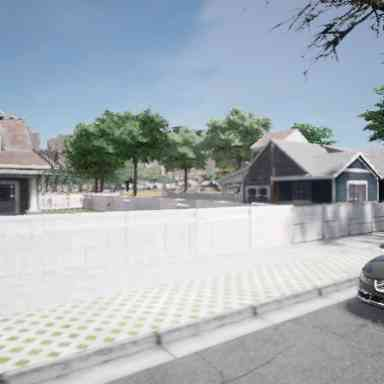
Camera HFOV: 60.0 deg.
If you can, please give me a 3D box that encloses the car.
[{"bbox_3d":[5.313,1.497,6.787,4.892,1.490,1.837,0,0,-35],"label":"car"}]
